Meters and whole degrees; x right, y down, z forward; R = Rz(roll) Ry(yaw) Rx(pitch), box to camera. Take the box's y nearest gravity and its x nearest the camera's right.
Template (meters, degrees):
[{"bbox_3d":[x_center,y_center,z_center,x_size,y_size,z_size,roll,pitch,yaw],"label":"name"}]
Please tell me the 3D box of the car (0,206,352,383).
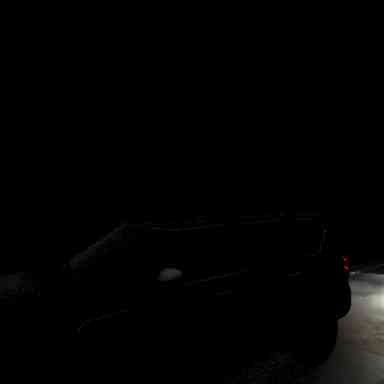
[{"bbox_3d":[-0.170,1.250,4.332,5.566,2.045,2.150,0,0,-36],"label":"car"}]
